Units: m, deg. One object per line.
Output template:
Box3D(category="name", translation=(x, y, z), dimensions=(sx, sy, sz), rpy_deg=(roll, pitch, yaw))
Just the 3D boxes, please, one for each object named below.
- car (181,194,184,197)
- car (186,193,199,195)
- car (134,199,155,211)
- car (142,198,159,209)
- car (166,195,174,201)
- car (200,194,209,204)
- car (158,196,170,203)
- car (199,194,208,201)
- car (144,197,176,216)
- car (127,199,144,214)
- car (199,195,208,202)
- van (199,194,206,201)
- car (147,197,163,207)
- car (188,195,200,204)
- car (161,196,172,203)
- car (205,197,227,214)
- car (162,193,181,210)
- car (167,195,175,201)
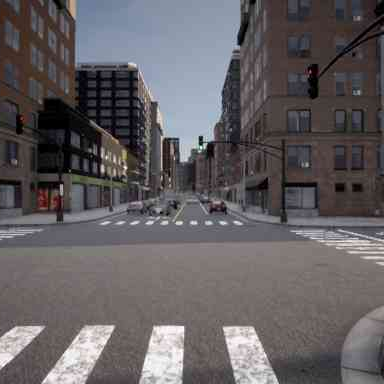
Box3D(category="car", translation=(-2.957, 1.587, 58.891), dimensions=(2.033, 1.411, 5.357), rpy_deg=(0, 0, 1))
Box3D(category="car", translation=(0.141, 1.430, 72.362), dimensions=(1.994, 1.385, 4.181), rpy_deg=(0, 0, 0))
Box3D(category="car", translation=(-5.801, 1.592, 41.195), dimensions=(1.947, 1.339, 4.313), rpy_deg=(1, 0, 0))
Box3D(category="car", translation=(-5.786, 1.556, 46.612), dimensions=(1.752, 1.417, 4.829), rpy_deg=(1, 0, 0))
Box3D(category="car", translation=(-5.684, 1.573, 85.712), dimensions=(1.752, 1.417, 4.829), rpy_deg=(1, 0, 0))
Box3D(category="car", translation=(2.796, 1.624, 63.519), dimensions=(1.802, 1.307, 4.206), rpy_deg=(1, 0, 0))
Box3D(category="car", translation=(-5.728, 1.595, 69.125), dimensions=(2.008, 1.369, 4.403), rpy_deg=(1, 0, 0))
Box3D(category="car", translation=(2.852, 1.363, 85.862), dimensions=(2.192, 1.841, 5.009), rpy_deg=(1, 0, 0))
Box3D(category="car", translation=(-3.043, 1.510, 32.395), dimensions=(2.128, 1.511, 4.902), rpy_deg=(0, 0, 0))
Box3D(category="car", translation=(-5.815, 1.603, 35.610), dimensions=(1.802, 1.307, 4.206), rpy_deg=(1, 0, 0))
Box3D(category="car", translation=(2.837, 1.487, 80.276), dimensions=(1.967, 1.590, 4.097), rpy_deg=(1, 0, 0))
Box3D(category="van", translation=(2.865, 1.390, 91.448), dimensions=(1.690, 1.788, 3.998), rpy_deg=(1, 0, 0))
Box3D(category="car", translation=(-5.772, 1.586, 52.367), dimensions=(2.008, 1.369, 4.403), rpy_deg=(1, 0, 0))
Box3D(category="car", translation=(0.118, 1.642, 62.386), dimensions=(1.895, 1.301, 4.718), rpy_deg=(0, 0, 0))
Box3D(category="car", translation=(-5.713, 1.611, 74.711), dimensions=(1.947, 1.339, 4.313), rpy_deg=(1, 0, 0))
Box3D(category="car", translation=(2.730, 1.566, 35.591), dimensions=(1.887, 1.381, 4.507), rpy_deg=(1, 0, 0))
Box3D(category="car", translation=(-3.013, 1.248, 43.957), dimensions=(2.150, 2.045, 5.566), rpy_deg=(0, 0, 0))
Box3D(category="car", translation=(-5.670, 1.631, 91.468), dimensions=(1.802, 1.307, 4.206), rpy_deg=(1, 0, 0))
